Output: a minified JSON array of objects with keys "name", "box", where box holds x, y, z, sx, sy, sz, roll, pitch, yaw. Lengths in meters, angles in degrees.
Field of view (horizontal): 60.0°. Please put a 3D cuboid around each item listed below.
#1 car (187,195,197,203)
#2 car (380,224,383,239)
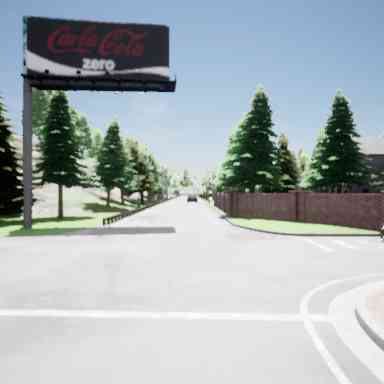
[{"name":"car","box":[0.058,1.309,68.596,2.097,1.767,4.553,0,0,0]},{"name":"car","box":[11.239,1.518,15.320,4.553,1.767,2.097,0,0,1]}]
